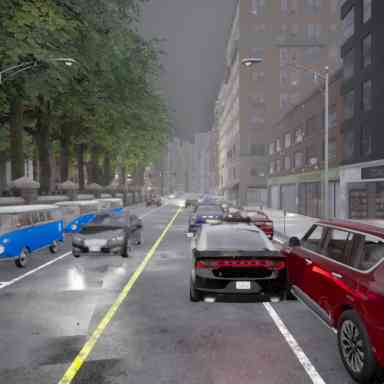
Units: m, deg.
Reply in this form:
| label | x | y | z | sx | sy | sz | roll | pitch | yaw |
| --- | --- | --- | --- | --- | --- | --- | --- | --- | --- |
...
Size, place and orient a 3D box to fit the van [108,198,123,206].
| label | x | y | z | sx | sy | sz | roll | pitch | yaw |
| --- | --- | --- | --- | --- | --- | --- | --- | --- | --- |
| van | -5.694 | 1.329 | 22.272 | 1.690 | 1.788 | 3.998 | 0 | 0 | 0 |

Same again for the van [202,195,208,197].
| label | x | y | z | sx | sy | sz | roll | pitch | yaw |
| --- | --- | --- | --- | --- | --- | --- | --- | --- | --- |
| van | 2.799 | 1.291 | 50.612 | 1.690 | 1.788 | 3.998 | 0 | 0 | 0 |

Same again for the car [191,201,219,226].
| label | x | y | z | sx | sy | sz | roll | pitch | yaw |
| --- | --- | --- | --- | --- | --- | --- | --- | --- | --- |
| car | 0.873 | 1.491 | 24.280 | 1.837 | 1.490 | 4.892 | 0 | 0 | 0 |

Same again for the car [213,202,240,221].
| label | x | y | z | sx | sy | sz | roll | pitch | yaw |
| --- | --- | --- | --- | --- | --- | --- | --- | --- | --- |
| car | 2.825 | 1.564 | 27.970 | 1.802 | 1.307 | 4.206 | 0 | 0 | 0 |

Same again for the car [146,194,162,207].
| label | x | y | z | sx | sy | sz | roll | pitch | yaw |
| --- | --- | --- | --- | --- | --- | --- | --- | --- | --- |
| car | -5.726 | 1.264 | 50.562 | 2.192 | 1.841 | 5.009 | 0 | 0 | 0 |

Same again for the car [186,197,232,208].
| label | x | y | z | sx | sy | sz | roll | pitch | yaw |
| --- | --- | --- | --- | --- | --- | --- | --- | --- | --- |
| car | 0.860 | 1.343 | 18.250 | 2.097 | 1.767 | 4.553 | 0 | 0 | 0 |

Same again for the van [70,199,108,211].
| label | x | y | z | sx | sy | sz | roll | pitch | yaw |
| --- | --- | --- | --- | --- | --- | --- | --- | --- | --- |
| van | -5.689 | 1.334 | 16.614 | 1.690 | 1.788 | 3.998 | 0 | 0 | 0 |

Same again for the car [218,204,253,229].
| label | x | y | z | sx | sy | sz | roll | pitch | yaw |
| --- | --- | --- | --- | --- | --- | --- | --- | --- | --- |
| car | 2.831 | 1.570 | 22.310 | 1.802 | 1.307 | 4.206 | 0 | 0 | 0 |

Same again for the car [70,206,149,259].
| label | x | y | z | sx | sy | sz | roll | pitch | yaw |
| --- | --- | --- | --- | --- | --- | --- | --- | --- | --- |
| car | -3.013 | 1.487 | 12.741 | 2.128 | 1.511 | 4.902 | 0 | 0 | 0 |

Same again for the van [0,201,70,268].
| label | x | y | z | sx | sy | sz | roll | pitch | yaw |
| --- | --- | --- | --- | --- | --- | --- | --- | --- | --- |
| van | -5.682 | 1.337 | 10.957 | 1.690 | 1.788 | 3.998 | 0 | 0 | 0 |

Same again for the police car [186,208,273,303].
| label | x | y | z | sx | sy | sz | roll | pitch | yaw |
| --- | --- | --- | --- | --- | --- | --- | --- | --- | --- |
| police car | 0.892 | 1.423 | 8.390 | 1.930 | 1.638 | 5.238 | 0 | 0 | 0 |

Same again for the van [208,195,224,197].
| label | x | y | z | sx | sy | sz | roll | pitch | yaw |
| --- | --- | --- | --- | --- | --- | --- | --- | --- | --- |
| van | 2.818 | 1.317 | 33.630 | 1.690 | 1.788 | 3.998 | 0 | 0 | 0 |

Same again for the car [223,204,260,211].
| label | x | y | z | sx | sy | sz | roll | pitch | yaw |
| --- | --- | --- | --- | --- | --- | --- | --- | --- | --- |
| car | 2.838 | 1.538 | 16.649 | 1.887 | 1.381 | 4.507 | 0 | 0 | 0 |

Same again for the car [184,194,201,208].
| label | x | y | z | sx | sy | sz | roll | pitch | yaw |
| --- | --- | --- | --- | --- | --- | --- | --- | --- | --- |
| car | -0.024 | 1.462 | 46.099 | 1.837 | 1.490 | 4.892 | 0 | 0 | 0 |

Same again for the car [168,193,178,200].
| label | x | y | z | sx | sy | sz | roll | pitch | yaw |
| --- | --- | --- | --- | --- | --- | --- | --- | --- | --- |
| car | -5.775 | 1.380 | 94.081 | 1.752 | 1.417 | 4.829 | 0 | 0 | 0 |

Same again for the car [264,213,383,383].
| label | x | y | z | sx | sy | sz | roll | pitch | yaw |
| --- | --- | --- | --- | --- | --- | --- | --- | --- | --- |
| car | 2.849 | 1.314 | 5.328 | 2.192 | 1.841 | 5.009 | 0 | 0 | 0 |
